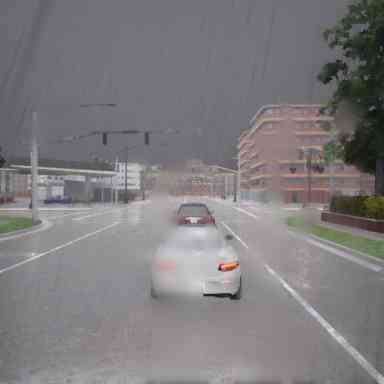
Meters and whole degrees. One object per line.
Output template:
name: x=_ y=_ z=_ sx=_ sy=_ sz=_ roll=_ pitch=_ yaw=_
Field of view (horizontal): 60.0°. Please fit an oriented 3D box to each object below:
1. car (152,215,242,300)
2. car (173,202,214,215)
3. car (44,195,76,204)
car: x=0.092 y=1.526 z=8.277 sx=1.812 sy=1.442 sz=4.674 roll=0 pitch=0 yaw=0
car: x=0.074 y=1.352 z=17.269 sx=2.097 sy=1.767 sz=4.553 roll=0 pitch=0 yaw=0
car: x=-23.402 y=1.295 z=57.992 sx=4.611 sy=1.667 sz=2.242 roll=0 pitch=0 yaw=1
